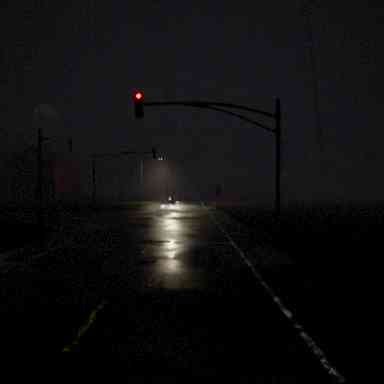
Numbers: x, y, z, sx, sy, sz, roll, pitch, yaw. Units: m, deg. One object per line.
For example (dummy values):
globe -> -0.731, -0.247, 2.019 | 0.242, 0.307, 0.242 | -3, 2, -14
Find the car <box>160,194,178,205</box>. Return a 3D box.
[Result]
car -> -3.645, 1.242, 49.716 | 1.994, 1.385, 4.181 | 0, 1, 0
